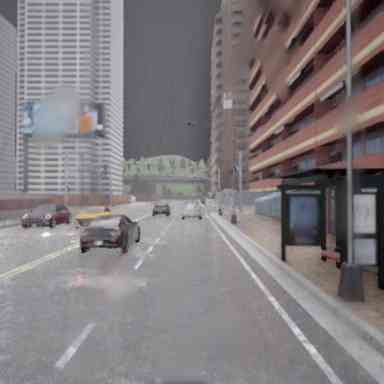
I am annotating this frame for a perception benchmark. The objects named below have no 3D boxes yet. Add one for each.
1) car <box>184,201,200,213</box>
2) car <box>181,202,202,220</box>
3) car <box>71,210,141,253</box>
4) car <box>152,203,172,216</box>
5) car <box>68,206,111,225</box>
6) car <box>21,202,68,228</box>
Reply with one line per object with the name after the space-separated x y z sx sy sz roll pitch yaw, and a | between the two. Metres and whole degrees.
0.012 2.048 45.359 2.128 1.511 4.902 0 -1 0 | car
-0.010 1.932 33.060 1.812 1.442 4.674 0 0 0 | car
-3.410 1.704 14.419 1.812 1.442 4.674 0 -1 0 | car
-3.426 1.962 38.316 2.128 1.511 4.902 0 -1 0 | car
-7.017 1.793 24.346 1.882 1.535 5.008 0 -1 0 | car
-10.517 1.673 24.392 2.097 1.767 4.553 0 -1 0 | car
